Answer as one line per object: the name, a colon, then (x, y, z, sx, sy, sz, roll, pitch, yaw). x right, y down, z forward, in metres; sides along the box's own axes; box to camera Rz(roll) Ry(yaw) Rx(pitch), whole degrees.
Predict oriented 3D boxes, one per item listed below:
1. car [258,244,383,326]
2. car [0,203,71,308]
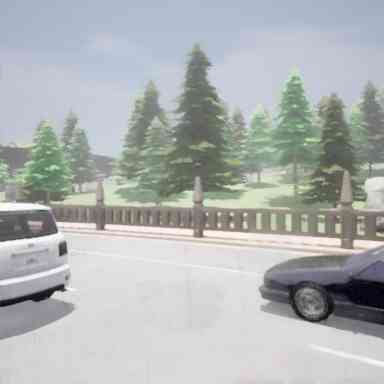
car: (3.870, 1.515, 5.416, 5.357, 1.411, 2.033, 0, 0, 35)
car: (-5.009, 1.248, 6.964, 5.566, 2.045, 2.150, 0, 0, 31)
